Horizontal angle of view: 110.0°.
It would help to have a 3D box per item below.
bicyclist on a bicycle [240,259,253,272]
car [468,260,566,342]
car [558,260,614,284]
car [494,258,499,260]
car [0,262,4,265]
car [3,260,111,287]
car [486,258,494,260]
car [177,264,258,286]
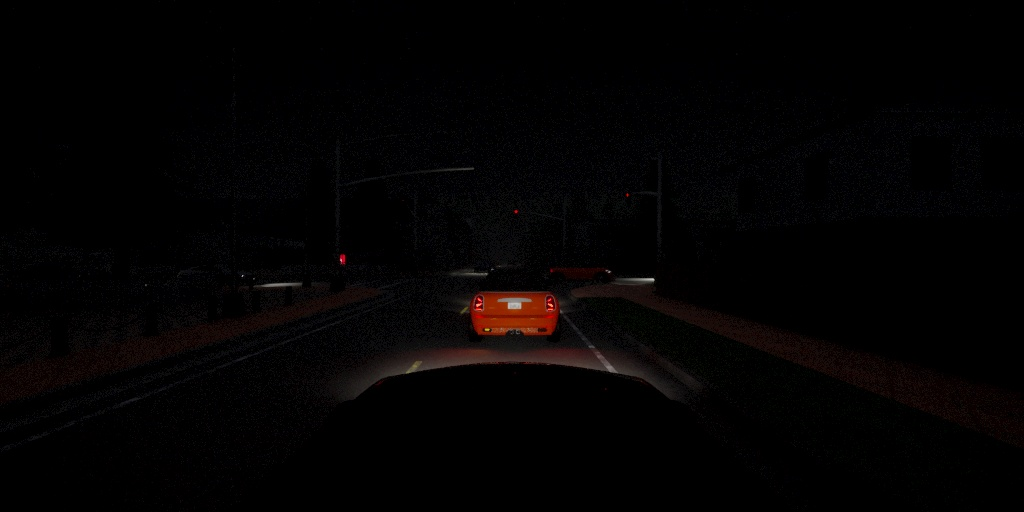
[{"bbox_3d":[-23.569,1.066,31.794,0.582,1.620,1.656,0,0,-2],"label":"bicyclist on a bicycle"},{"bbox_3d":[0.069,1.102,9.944,2.097,1.767,4.553,0,0,0],"label":"car"},{"bbox_3d":[5.008,1.086,25.995,4.553,1.767,2.097,0,0,12],"label":"car"},{"bbox_3d":[-3.606,1.238,57.832,2.128,1.511,4.902,0,0,0],"label":"car"},{"bbox_3d":[-36.145,1.329,27.629,4.181,1.385,1.994,0,0,-2],"label":"car"},{"bbox_3d":[-30.185,1.243,24.122,5.008,1.535,1.882,0,0,-1],"label":"car"},{"bbox_3d":[-3.614,1.227,44.784,1.882,1.535,5.008,0,0,0],"label":"car"},{"bbox_3d":[-20.005,1.291,24.435,4.674,1.442,1.812,0,0,-2],"label":"car"}]
